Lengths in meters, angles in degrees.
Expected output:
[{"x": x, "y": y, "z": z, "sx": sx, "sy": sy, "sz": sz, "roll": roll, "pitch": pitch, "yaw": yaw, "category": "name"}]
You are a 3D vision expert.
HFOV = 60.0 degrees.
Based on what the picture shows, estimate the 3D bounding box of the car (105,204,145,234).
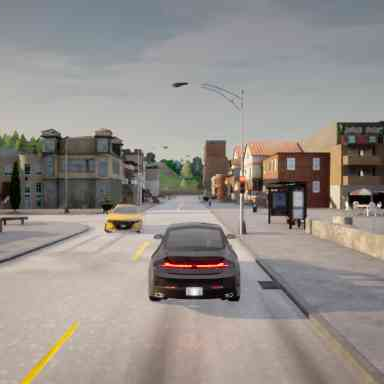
[{"x": -3.824, "y": 1.478, "z": 19.639, "sx": 1.882, "sy": 1.535, "sz": 5.008, "roll": 1, "pitch": 0, "yaw": -7, "category": "car"}]

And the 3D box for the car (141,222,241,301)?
[{"x": 0.064, "y": 1.505, "z": 8.288, "sx": 1.837, "sy": 1.490, "sz": 4.892, "roll": 0, "pitch": 0, "yaw": 1, "category": "car"}]
